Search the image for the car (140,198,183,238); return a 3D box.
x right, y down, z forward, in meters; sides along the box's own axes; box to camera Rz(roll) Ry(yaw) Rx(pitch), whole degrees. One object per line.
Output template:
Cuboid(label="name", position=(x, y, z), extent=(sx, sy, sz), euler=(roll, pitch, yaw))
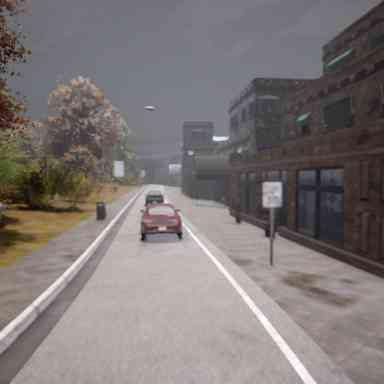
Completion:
Cuboid(label="car", position=(-1.509, 1.271, 15.979), extent=(1.812, 1.442, 4.674), euler=(-1, 2, -7))

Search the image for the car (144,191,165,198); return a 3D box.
Cuboid(label="car", position=(-3.800, 0.620, 34.004), extent=(1.837, 1.490, 4.892), euler=(-1, 2, -7))
